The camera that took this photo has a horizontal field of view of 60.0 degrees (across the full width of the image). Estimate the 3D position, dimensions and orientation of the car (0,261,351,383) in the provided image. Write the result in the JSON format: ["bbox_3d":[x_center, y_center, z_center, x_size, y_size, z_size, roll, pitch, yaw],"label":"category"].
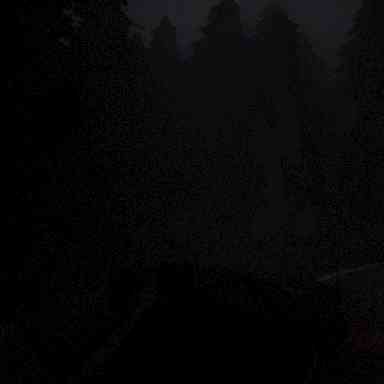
[{"bbox_3d":[-0.377,1.561,3.548,5.357,1.411,2.033,0,0,-38],"label":"car"}]
